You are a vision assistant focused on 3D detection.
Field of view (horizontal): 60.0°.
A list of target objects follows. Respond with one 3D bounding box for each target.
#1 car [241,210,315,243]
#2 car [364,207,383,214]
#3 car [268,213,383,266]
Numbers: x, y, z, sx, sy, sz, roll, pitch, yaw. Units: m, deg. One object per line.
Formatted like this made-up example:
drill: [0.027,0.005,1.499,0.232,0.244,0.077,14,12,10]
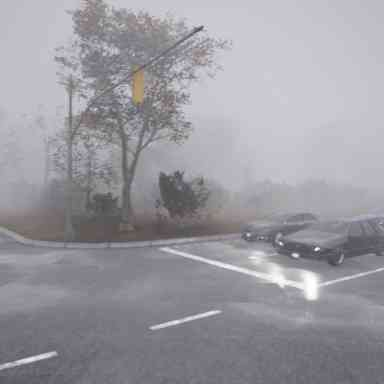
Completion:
car: [4.504,1.646,15.784,4.892,1.490,1.837,1,0,-33]
car: [12.470,1.727,21.494,5.008,1.535,1.882,1,0,-35]
car: [5.479,1.674,12.212,5.357,1.411,2.033,1,0,-36]
